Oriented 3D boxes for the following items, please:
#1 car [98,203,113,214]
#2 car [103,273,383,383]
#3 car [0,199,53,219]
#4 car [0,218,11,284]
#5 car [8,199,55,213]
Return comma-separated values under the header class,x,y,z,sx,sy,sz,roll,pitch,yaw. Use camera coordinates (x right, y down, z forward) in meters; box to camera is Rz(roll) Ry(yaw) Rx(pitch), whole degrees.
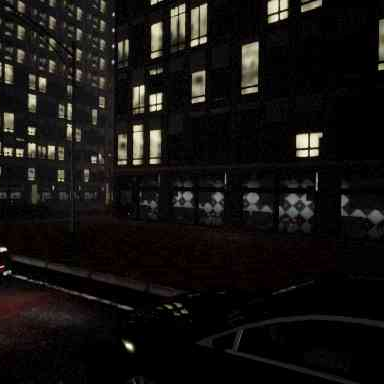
class,x,y,z,sx,sy,sz,roll,pitch,yaw
car,-8.870,1.830,39.768,1.752,1.417,4.829,1,0,36
car,1.327,1.491,2.734,4.902,1.511,2.128,0,0,35
car,-15.653,1.519,30.546,2.192,1.841,5.009,1,0,36
car,-6.356,1.487,8.188,4.902,1.511,2.128,0,0,36
car,-19.166,1.642,39.915,1.752,1.417,4.829,1,0,36
